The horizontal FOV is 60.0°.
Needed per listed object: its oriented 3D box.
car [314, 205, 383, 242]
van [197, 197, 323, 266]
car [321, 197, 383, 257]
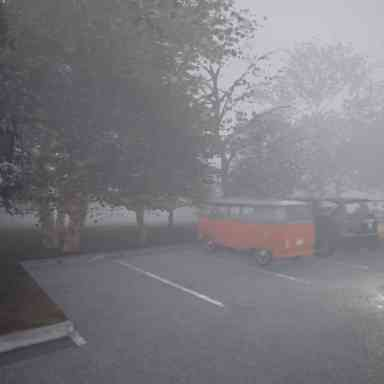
[{"bbox_3d":[8.856,1.500,16.373,2.231,1.521,4.892,1,0,-36],"label":"car"},{"bbox_3d":[1.925,1.227,11.579,1.878,1.987,4.442,0,0,-36],"label":"van"},{"bbox_3d":[4.332,1.209,13.186,2.435,2.045,5.566,0,0,-36],"label":"car"}]
